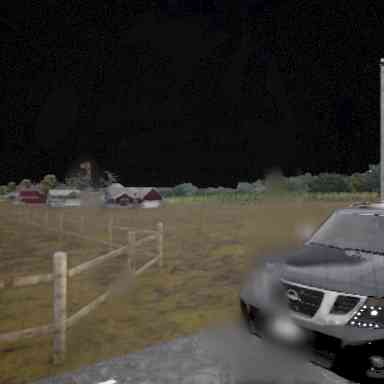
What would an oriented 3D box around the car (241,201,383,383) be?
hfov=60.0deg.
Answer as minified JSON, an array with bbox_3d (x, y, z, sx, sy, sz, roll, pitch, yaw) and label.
[{"bbox_3d":[3.335,1.205,5.425,5.566,2.045,2.150,0,0,-35],"label":"car"}]
